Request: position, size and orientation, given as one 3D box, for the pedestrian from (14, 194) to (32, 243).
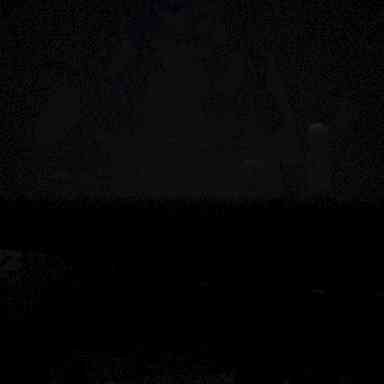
[{"bbox_3d":[-6.264,0.954,12.352,0.375,1.860,0.375,-1,1,23],"label":"pedestrian"}]
